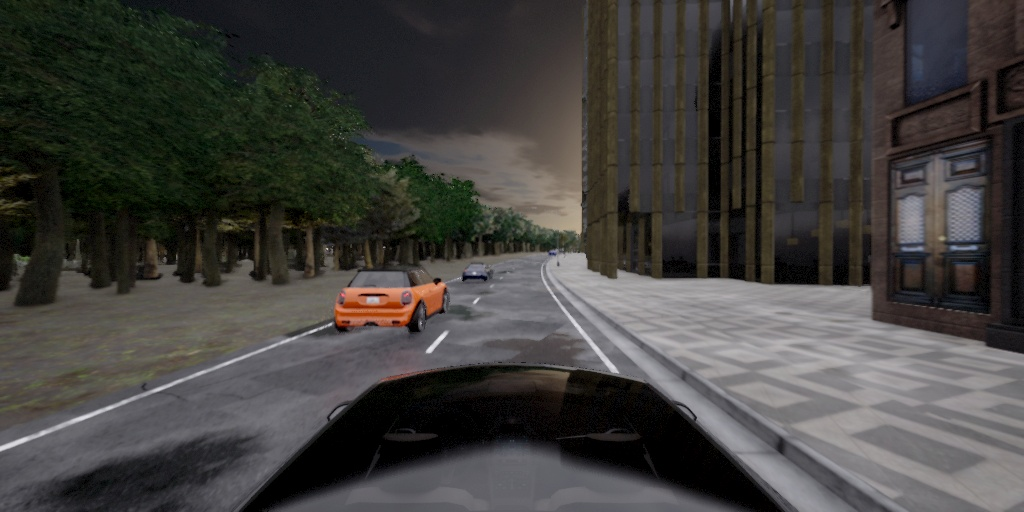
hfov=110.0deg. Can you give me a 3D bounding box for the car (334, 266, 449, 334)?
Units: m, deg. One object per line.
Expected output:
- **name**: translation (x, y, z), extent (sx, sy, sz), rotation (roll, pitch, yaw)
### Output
- **car**: translation (-3.276, 1.060, 10.672), extent (2.097, 1.767, 4.553), rotation (0, 0, 1)

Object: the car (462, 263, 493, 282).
- **car**: translation (-2.629, 1.192, 28.025), extent (1.994, 1.385, 4.181), rotation (0, 0, 3)
